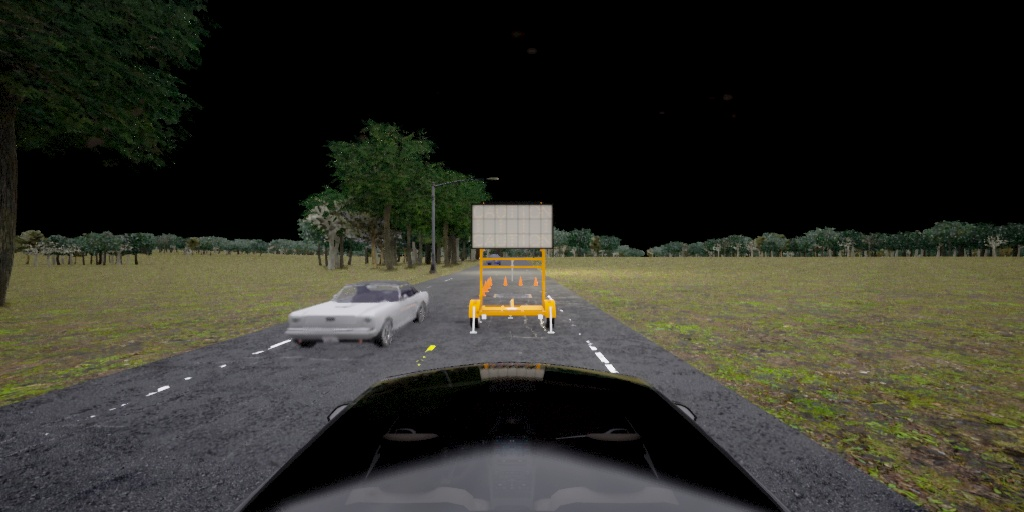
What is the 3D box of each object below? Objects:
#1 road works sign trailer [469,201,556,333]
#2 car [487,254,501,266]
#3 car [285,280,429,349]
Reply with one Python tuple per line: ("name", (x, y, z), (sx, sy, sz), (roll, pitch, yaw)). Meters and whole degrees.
("road works sign trailer", (0.012, 0.199, 10.614), (2.380, 3.560, 2.880), (0, 0, 0))
("car", (-3.088, 0.727, 62.030), (2.150, 2.045, 5.566), (0, 1, 1))
("car", (-3.586, 1.339, 9.291), (1.895, 1.301, 4.718), (0, 0, 0))
